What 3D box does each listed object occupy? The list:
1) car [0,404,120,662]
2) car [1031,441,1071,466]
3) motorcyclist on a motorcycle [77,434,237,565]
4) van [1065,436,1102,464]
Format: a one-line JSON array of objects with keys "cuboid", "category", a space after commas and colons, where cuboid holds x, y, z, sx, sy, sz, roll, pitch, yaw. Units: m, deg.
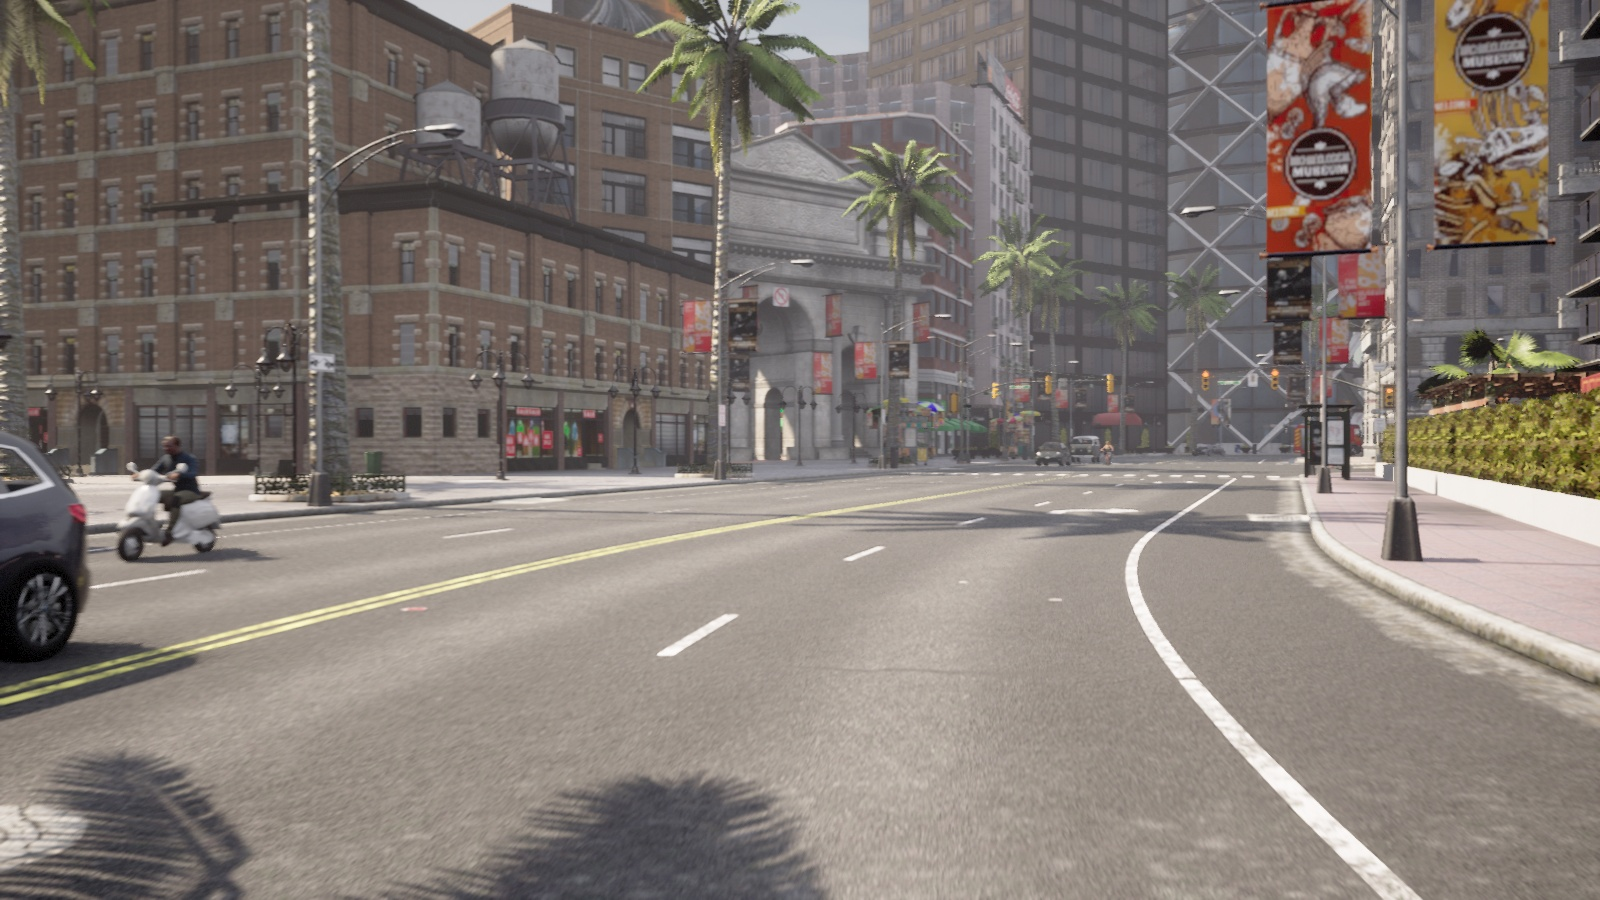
[{"cuboid": [-6.444, 0.541, 7.120, 2.242, 1.667, 4.611, 0, 0, 8], "category": "car"}, {"cuboid": [16.355, 0.209, 81.636, 1.851, 1.617, 3.988, 0, 0, 21], "category": "car"}, {"cuboid": [-8.287, 0.595, 16.284, 0.866, 1.590, 1.817, 0, 0, 14], "category": "motorcyclist on a motorcycle"}, {"cuboid": [21.403, -0.032, 94.609, 2.069, 2.038, 4.480, 0, 0, 21], "category": "van"}]
